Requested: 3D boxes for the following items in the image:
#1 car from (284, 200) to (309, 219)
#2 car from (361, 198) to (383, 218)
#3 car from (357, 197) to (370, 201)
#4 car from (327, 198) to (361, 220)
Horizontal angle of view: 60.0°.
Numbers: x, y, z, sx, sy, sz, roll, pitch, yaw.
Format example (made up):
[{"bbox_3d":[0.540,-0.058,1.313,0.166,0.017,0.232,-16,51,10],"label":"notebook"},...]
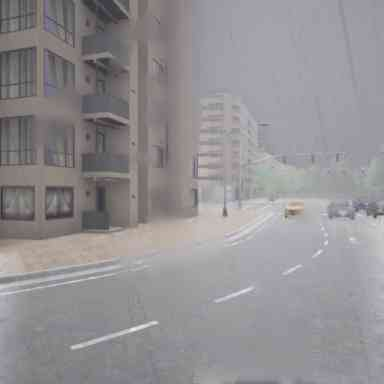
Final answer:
[{"bbox_3d":[9.355,1.482,29.734,1.882,1.535,5.008,0,0,19],"label":"car"},{"bbox_3d":[16.821,1.553,29.526,2.033,1.411,5.357,0,0,19],"label":"car"},{"bbox_3d":[19.898,1.359,38.685,2.097,1.767,4.553,0,0,19],"label":"car"},{"bbox_3d":[12.418,1.498,27.899,2.128,1.511,4.902,0,0,19],"label":"car"}]
